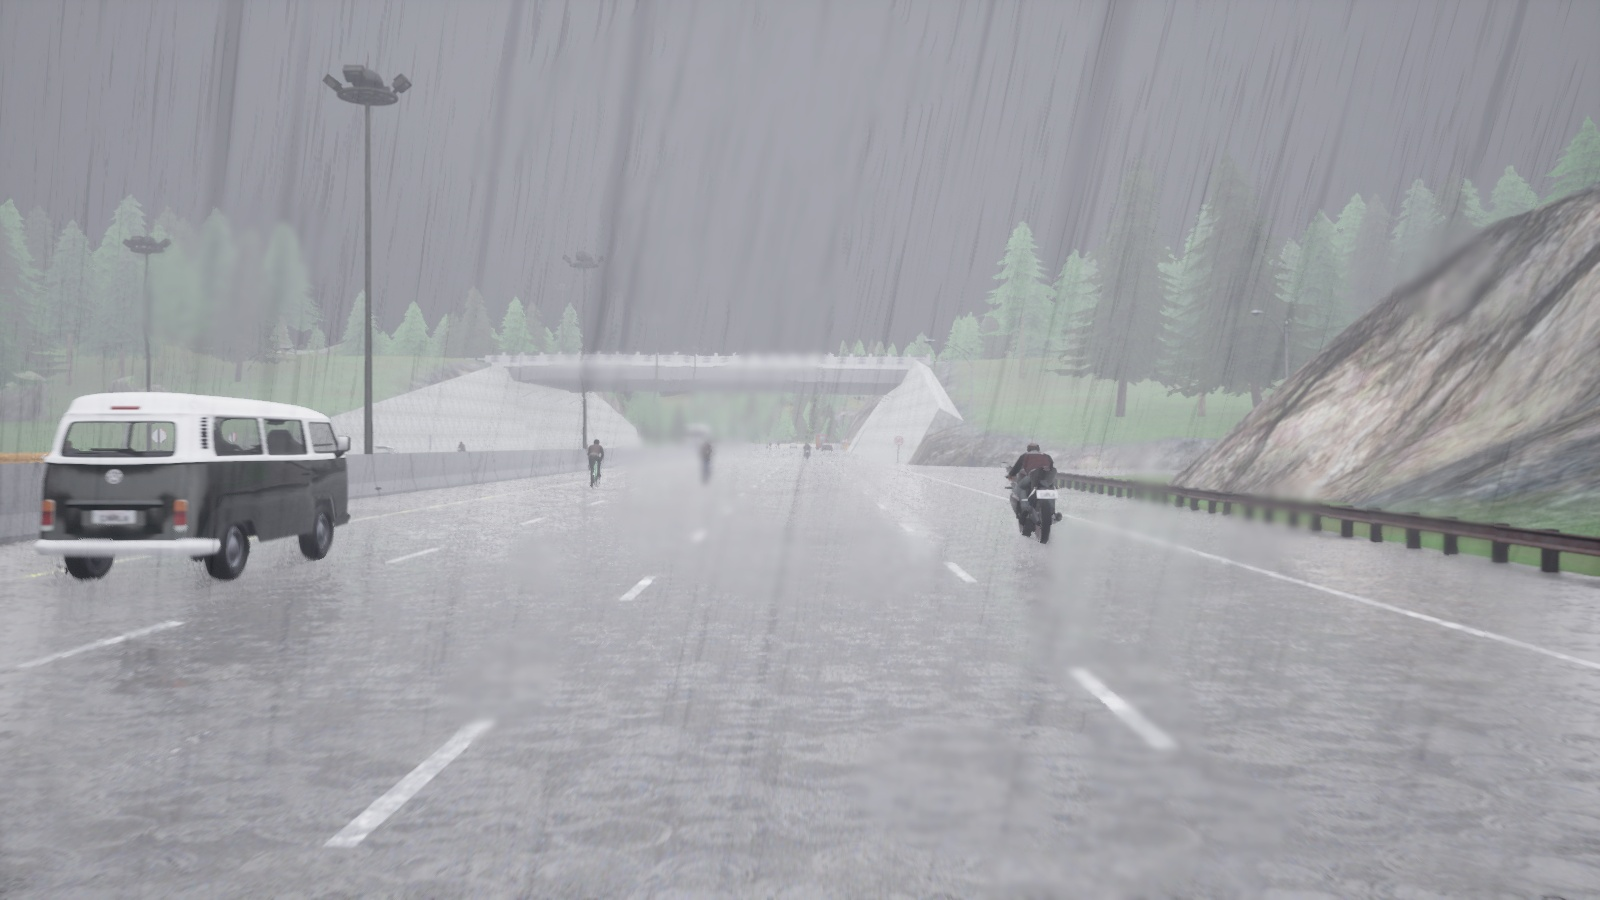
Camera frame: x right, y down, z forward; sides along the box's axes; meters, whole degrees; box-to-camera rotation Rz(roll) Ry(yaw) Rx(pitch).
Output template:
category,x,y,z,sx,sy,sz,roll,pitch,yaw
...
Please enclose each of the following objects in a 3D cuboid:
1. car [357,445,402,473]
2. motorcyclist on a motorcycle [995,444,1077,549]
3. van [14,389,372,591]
category,x,y,z,sx,sy,sz,roll,pitch,yaw
car,-20.634,0.437,61.677,1.481,1.376,2.207,0,0,0
motorcyclist on a motorcycle,3.626,0.675,19.461,0.866,1.530,2.191,0,0,0
van,-6.900,0.382,14.942,2.069,2.038,4.480,0,1,0
